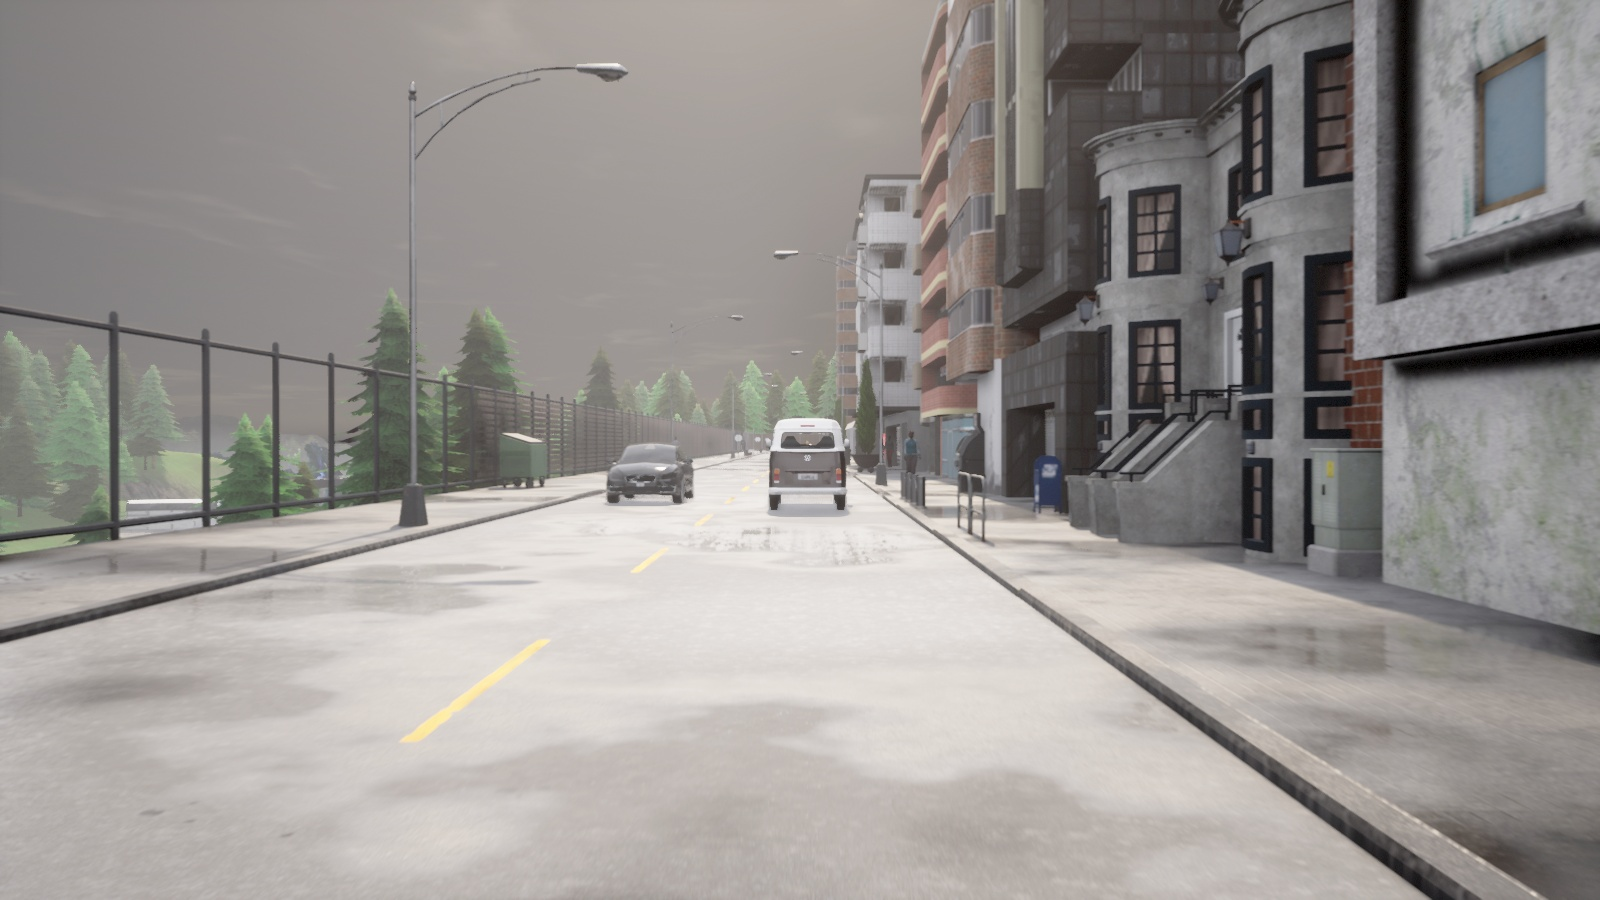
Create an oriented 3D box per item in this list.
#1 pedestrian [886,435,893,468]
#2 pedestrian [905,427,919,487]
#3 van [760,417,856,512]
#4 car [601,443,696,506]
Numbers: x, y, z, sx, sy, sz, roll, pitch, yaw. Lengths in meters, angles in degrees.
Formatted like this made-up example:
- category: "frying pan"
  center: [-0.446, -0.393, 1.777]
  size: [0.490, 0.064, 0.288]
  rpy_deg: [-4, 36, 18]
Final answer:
- category: "pedestrian"
  center: [4.984, 0.067, 69.834]
  size: [0.353, 1.847, 0.614]
  rpy_deg: [0, 0, 9]
- category: "pedestrian"
  center: [3.675, 0.226, 41.340]
  size: [0.396, 1.930, 0.692]
  rpy_deg: [0, 0, 1]
- category: "van"
  center: [0.179, 0.305, 29.337]
  size: [2.069, 2.038, 4.480]
  rpy_deg: [0, 0, 0]
- category: "car"
  center: [-3.804, 0.566, 32.273]
  size: [1.837, 1.490, 4.892]
  rpy_deg: [0, 0, 0]
